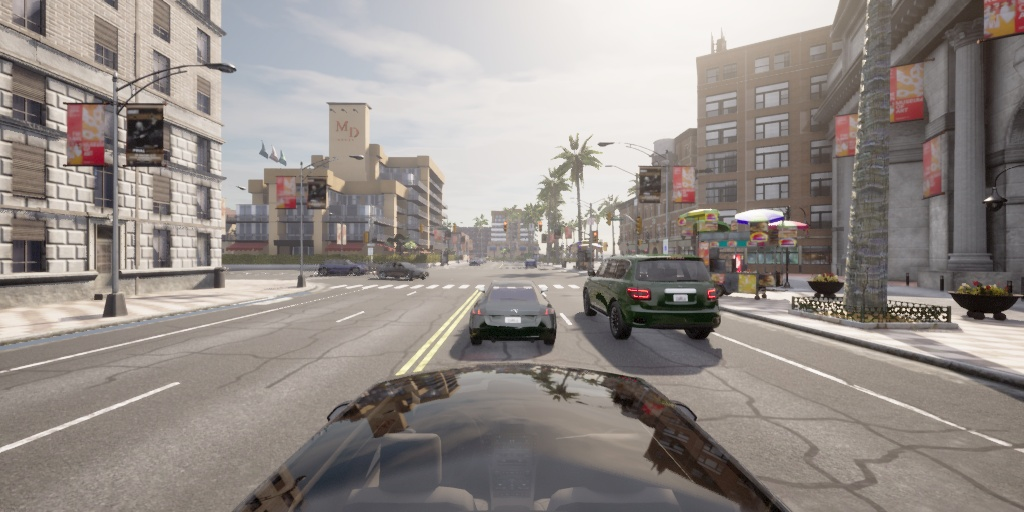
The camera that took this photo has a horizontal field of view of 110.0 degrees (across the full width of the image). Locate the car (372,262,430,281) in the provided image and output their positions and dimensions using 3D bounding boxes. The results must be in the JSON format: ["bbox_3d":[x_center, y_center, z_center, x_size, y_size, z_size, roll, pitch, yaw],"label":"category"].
[{"bbox_3d":[-9.231,1.254,30.372,4.892,1.490,1.837,0,-1,26],"label":"car"}]

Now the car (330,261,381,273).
[{"bbox_3d":[-19.286,1.297,44.347,5.357,1.411,2.033,0,0,-3],"label":"car"}]

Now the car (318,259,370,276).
[{"bbox_3d":[-16.945,1.101,36.235,4.553,1.767,2.097,0,0,-4],"label":"car"}]

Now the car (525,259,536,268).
[{"bbox_3d":[3.232,1.227,63.093,1.882,1.535,5.008,0,0,0],"label":"car"}]

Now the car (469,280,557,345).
[{"bbox_3d":[0.025,1.314,9.539,1.994,1.385,4.181,0,0,0],"label":"car"}]

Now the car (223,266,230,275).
[{"bbox_3d":[-30.929,1.275,35.852,4.674,1.442,1.812,0,0,-1],"label":"car"}]

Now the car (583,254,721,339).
[{"bbox_3d":[3.526,0.971,10.176,2.150,2.045,5.566,0,0,0],"label":"car"}]
